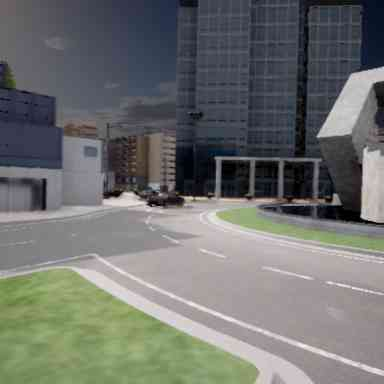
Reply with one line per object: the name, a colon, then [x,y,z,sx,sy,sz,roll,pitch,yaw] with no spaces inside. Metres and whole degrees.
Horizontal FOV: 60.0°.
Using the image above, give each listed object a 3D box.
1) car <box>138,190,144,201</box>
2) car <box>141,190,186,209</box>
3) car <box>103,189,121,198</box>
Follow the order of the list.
car: [-5.754,0.519,45.552,1.837,1.490,4.892,1,1,-33]
car: [-2.510,0.857,33.658,2.033,1.411,5.357,2,1,26]
car: [-13.780,0.244,55.368,1.895,1.301,4.718,0,1,-44]
